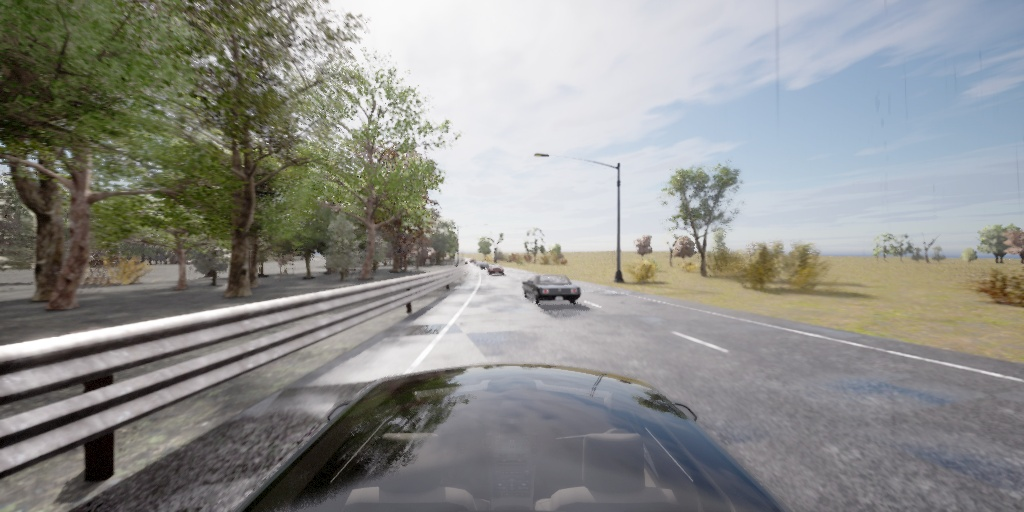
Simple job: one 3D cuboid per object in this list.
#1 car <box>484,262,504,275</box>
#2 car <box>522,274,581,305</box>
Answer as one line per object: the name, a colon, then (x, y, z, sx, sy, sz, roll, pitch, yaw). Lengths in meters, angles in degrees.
car: (-2.185, 1.788, 46.812, 1.895, 1.301, 4.718, 0, -1, -7)
car: (1.693, 1.506, 17.097, 1.895, 1.301, 4.718, 0, -1, -7)
